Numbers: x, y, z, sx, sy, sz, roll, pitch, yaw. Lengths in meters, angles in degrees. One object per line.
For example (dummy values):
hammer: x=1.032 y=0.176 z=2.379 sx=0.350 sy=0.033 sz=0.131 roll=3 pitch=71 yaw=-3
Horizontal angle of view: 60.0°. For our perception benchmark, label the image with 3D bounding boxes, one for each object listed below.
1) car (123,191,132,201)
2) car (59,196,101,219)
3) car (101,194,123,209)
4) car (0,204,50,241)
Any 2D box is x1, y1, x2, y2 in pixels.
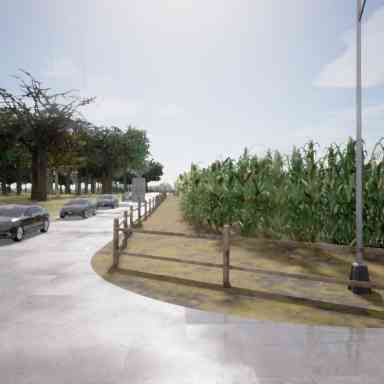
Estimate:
car: x=-9.788 y=0.662 z=52.064 sx=2.128 sy=1.511 sz=4.902 roll=1 pitch=1 yaw=-2
car: x=-8.798 y=1.211 z=26.050 sx=1.837 sy=1.490 sz=4.892 roll=1 pitch=1 yaw=-3
car: x=-9.221 y=1.016 z=36.401 sx=1.837 sy=1.490 sz=4.892 roll=1 pitch=1 yaw=-2
car: x=-8.365 y=1.353 z=15.739 sx=1.837 sy=1.490 sz=4.892 roll=1 pitch=1 yaw=-3
